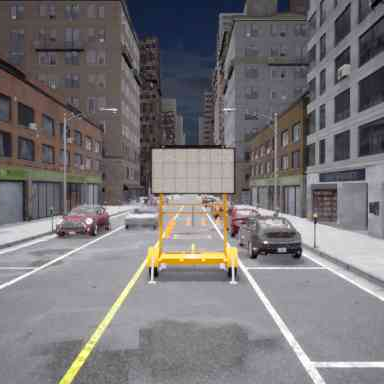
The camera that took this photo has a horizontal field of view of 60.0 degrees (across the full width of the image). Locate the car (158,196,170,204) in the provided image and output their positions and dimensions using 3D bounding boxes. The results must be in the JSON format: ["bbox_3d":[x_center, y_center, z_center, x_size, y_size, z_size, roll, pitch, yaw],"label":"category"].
[{"bbox_3d":[-5.662,1.578,67.490,1.887,1.381,4.507,-1,0,0],"label":"car"}]

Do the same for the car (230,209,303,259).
[{"bbox_3d":[2.773,1.550,12.424,2.008,1.369,4.403,-1,0,0],"label":"car"}]

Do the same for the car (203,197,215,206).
[{"bbox_3d":[2.845,1.568,56.465,1.887,1.381,4.507,-1,0,0],"label":"car"}]

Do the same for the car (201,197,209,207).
[{"bbox_3d":[2.836,1.585,50.961,1.947,1.339,4.313,-1,0,0],"label":"car"}]

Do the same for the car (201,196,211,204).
[{"bbox_3d":[2.862,1.578,67.476,1.887,1.381,4.507,-1,0,0],"label":"car"}]

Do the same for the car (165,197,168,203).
[{"bbox_3d":[-5.680,1.589,56.480,1.947,1.339,4.313,-1,0,0],"label":"car"}]

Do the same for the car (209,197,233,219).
[{"bbox_3d":[2.798,1.445,28.940,1.967,1.590,4.097,-1,0,0],"label":"car"}]

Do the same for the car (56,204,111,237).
[{"bbox_3d":[-5.744,1.441,17.944,1.967,1.590,4.097,-1,0,0],"label":"car"}]

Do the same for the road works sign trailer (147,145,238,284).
[{"bbox_3d":[0.028,0.464,9.567,2.380,3.560,2.880,0,0,0],"label":"road works sign trailer"}]

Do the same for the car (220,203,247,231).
[{"bbox_3d":[2.782,1.546,17.930,1.887,1.381,4.507,-1,0,0],"label":"car"}]

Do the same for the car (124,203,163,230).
[{"bbox_3d":[-2.965,1.603,20.994,1.895,1.301,4.718,0,0,0],"label":"car"}]

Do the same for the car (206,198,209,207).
[{"bbox_3d":[2.809,1.552,34.445,1.887,1.381,4.507,-1,0,0],"label":"car"}]

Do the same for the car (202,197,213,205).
[{"bbox_3d":[2.854,1.573,61.971,1.887,1.381,4.507,-1,0,0],"label":"car"}]

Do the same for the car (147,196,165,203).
[{"bbox_3d":[-5.691,1.459,50.974,1.967,1.590,4.097,-1,0,0],"label":"car"}]
